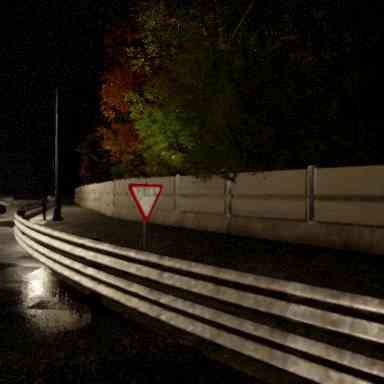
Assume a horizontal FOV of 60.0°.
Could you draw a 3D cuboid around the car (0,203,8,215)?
[{"bbox_3d":[-18.500,1.519,30.580,1.994,1.385,4.181,0,0,-15],"label":"car"}]
